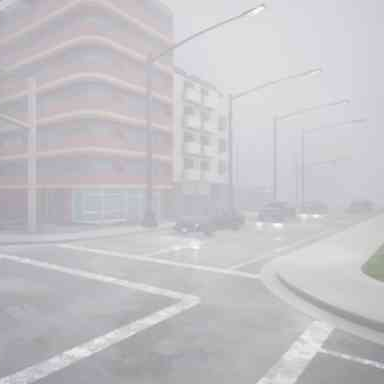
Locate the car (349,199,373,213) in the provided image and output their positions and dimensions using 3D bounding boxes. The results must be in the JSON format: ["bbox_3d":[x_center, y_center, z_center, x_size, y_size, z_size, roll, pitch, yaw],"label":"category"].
[{"bbox_3d":[19.170,1.492,37.602,2.128,1.511,4.902,0,0,36],"label":"car"}]

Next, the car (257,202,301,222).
[{"bbox_3d":[6.967,1.522,26.958,1.812,1.442,4.674,0,0,36],"label":"car"}]

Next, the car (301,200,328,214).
[{"bbox_3d":[13.011,1.561,35.326,1.994,1.385,4.181,0,0,36],"label":"car"}]

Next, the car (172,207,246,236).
[{"bbox_3d":[1.157,1.543,18.902,2.033,1.411,5.357,0,0,36],"label":"car"}]
